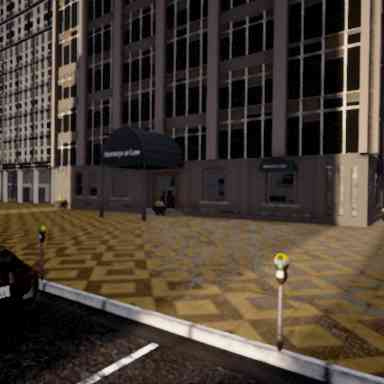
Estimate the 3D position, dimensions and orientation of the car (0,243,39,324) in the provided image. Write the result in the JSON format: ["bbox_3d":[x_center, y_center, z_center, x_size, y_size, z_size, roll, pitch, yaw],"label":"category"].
[{"bbox_3d":[-4.528,1.510,6.087,4.313,1.339,1.947,1,1,35],"label":"car"}]
